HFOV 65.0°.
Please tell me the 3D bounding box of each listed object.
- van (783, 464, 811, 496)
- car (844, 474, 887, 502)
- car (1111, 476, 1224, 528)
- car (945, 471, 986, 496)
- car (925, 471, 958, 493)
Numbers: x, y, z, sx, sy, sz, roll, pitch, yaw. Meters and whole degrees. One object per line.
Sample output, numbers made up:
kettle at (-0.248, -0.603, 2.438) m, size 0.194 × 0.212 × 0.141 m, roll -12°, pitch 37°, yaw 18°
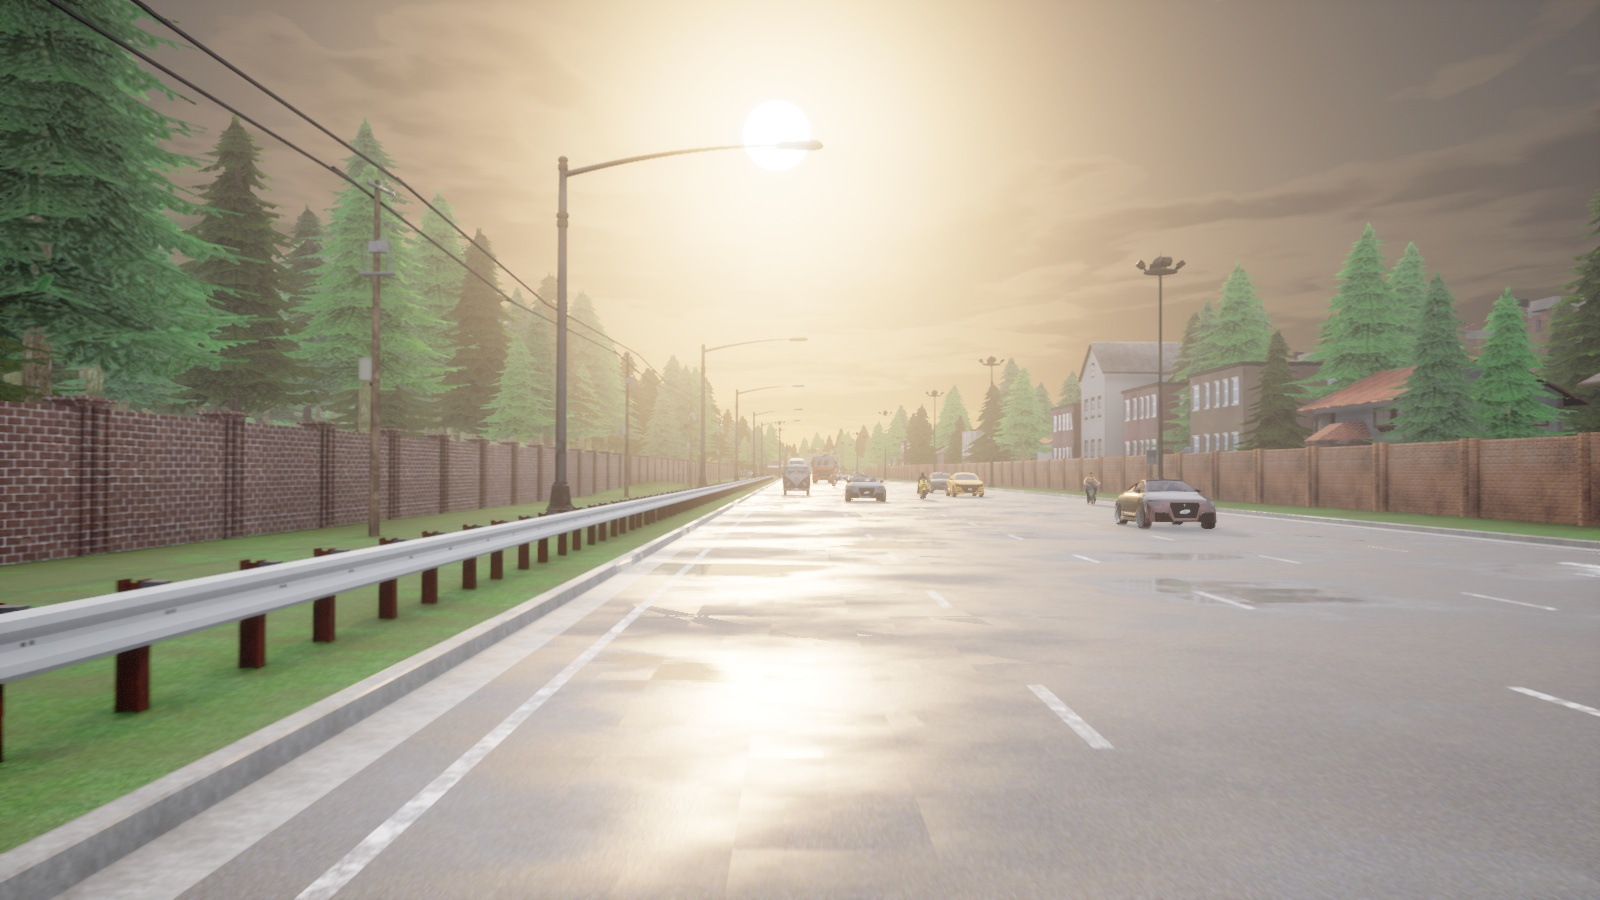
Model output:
van at (-0.200, 1.916, 80.502) m, size 1.775 × 1.987 × 4.442 m, roll 0°, pitch -1°, yaw 0°
car at (3.340, 1.948, 64.666) m, size 1.994 × 1.385 × 4.181 m, roll 0°, pitch -1°, yaw 0°
car at (10.411, 1.438, 35.920) m, size 1.994 × 1.385 × 4.181 m, roll 0°, pitch -1°, yaw 0°
car at (10.305, 2.064, 78.441) m, size 1.882 × 1.535 × 5.008 m, roll 0°, pitch -1°, yaw 0°
car at (10.274, 2.309, 91.431) m, size 1.837 × 1.490 × 4.892 m, roll 0°, pitch -1°, yaw 0°
